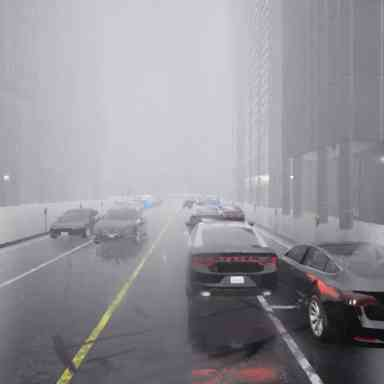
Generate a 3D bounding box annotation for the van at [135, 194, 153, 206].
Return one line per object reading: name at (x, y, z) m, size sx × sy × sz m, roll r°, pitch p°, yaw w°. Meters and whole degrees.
van at (-6.050, 1.336, 40.054) m, size 1.690 × 1.788 × 3.998 m, roll 0°, pitch 0°, yaw 0°

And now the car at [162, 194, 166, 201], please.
car at (-6.172, 1.307, 56.976) m, size 2.192 × 1.841 × 5.009 m, roll 0°, pitch 0°, yaw 0°

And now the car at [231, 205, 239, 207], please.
car at (2.597, 1.542, 23.198) m, size 1.887 × 1.381 × 4.507 m, roll 0°, pitch 0°, yaw 0°

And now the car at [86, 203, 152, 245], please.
car at (-3.208, 1.503, 15.621) m, size 1.837 × 1.490 × 4.892 m, roll 0°, pitch 0°, yaw 0°

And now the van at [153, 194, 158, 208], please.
van at (-6.091, 1.335, 45.694) m, size 1.690 × 1.788 × 3.998 m, roll 0°, pitch 0°, yaw 0°

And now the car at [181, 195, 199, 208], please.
car at (-0.290, 1.499, 45.227) m, size 1.837 × 1.490 × 4.892 m, roll 0°, pitch 0°, yaw 0°

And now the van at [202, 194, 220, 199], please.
van at (2.475, 1.336, 40.120) m, size 1.690 × 1.788 × 3.998 m, roll 0°, pitch 0°, yaw 0°

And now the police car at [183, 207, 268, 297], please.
police car at (0.785, 1.424, 8.748) m, size 1.930 × 1.638 × 5.238 m, roll 0°, pitch 0°, yaw -1°

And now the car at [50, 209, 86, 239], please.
car at (-5.887, 1.564, 17.492) m, size 1.947 × 1.339 × 4.313 m, roll 0°, pitch 0°, yaw 0°

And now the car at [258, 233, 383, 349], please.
car at (2.719, 1.565, 6.277) m, size 1.947 × 1.339 × 4.313 m, roll 0°, pitch 0°, yaw 0°

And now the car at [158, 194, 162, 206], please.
car at (-6.131, 1.433, 51.335) m, size 1.967 × 1.590 × 4.097 m, roll 0°, pitch 0°, yaw 0°

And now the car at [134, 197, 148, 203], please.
car at (-6.008, 1.521, 34.243) m, size 1.752 × 1.417 × 4.829 m, roll 0°, pitch 0°, yaw 0°

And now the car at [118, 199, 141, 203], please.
car at (-5.968, 1.547, 28.773) m, size 2.008 × 1.369 × 4.403 m, roll 0°, pitch 0°, yaw 0°

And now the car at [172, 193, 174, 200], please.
car at (-6.374, 1.531, 85.180) m, size 1.887 × 1.381 × 4.507 m, roll 0°, pitch 0°, yaw 0°

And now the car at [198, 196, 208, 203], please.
car at (2.273, 1.556, 68.323) m, size 1.947 × 1.339 × 4.313 m, roll 0°, pitch 0°, yaw 0°

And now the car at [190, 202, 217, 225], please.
car at (0.728, 1.523, 24.648) m, size 1.812 × 1.442 × 4.674 m, roll 0°, pitch 0°, yaw 0°

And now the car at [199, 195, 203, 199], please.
car at (2.354, 1.574, 57.041) m, size 1.802 × 1.307 × 4.206 m, roll 0°, pitch 0°, yaw 0°

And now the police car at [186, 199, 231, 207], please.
police car at (0.770, 1.423, 18.758) m, size 1.930 × 1.638 × 5.238 m, roll 0°, pitch 0°, yaw 0°

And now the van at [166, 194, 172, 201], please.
van at (-6.334, 1.329, 79.539) m, size 1.690 × 1.788 × 3.998 m, roll 0°, pitch 0°, yaw 0°

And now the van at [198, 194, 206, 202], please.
van at (2.231, 1.330, 73.963) m, size 1.690 × 1.788 × 3.998 m, roll 0°, pitch 0°, yaw 0°
